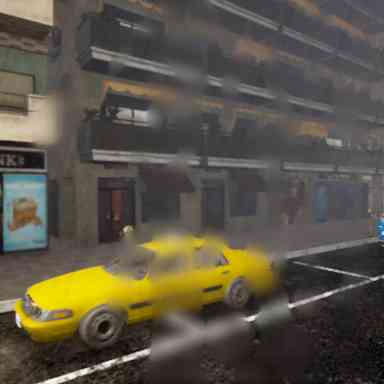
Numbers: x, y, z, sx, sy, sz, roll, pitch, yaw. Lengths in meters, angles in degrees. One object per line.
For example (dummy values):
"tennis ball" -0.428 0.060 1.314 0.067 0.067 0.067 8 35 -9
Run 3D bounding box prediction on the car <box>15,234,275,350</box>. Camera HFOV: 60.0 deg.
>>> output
"car" -0.536 1.509 6.183 4.829 1.417 1.752 0 0 -36

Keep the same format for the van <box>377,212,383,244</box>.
"van" 8.813 1.267 12.866 3.998 1.788 1.690 0 0 -36
